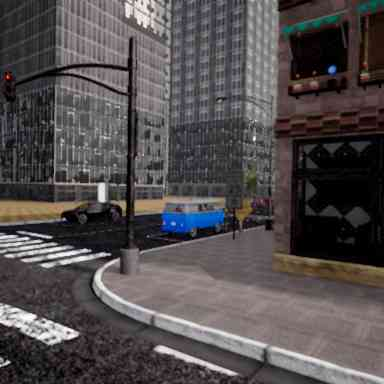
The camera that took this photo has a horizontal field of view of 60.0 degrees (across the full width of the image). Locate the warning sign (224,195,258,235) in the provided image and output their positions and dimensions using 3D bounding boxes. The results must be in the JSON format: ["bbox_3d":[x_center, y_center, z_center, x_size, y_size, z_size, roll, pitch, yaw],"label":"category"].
[{"bbox_3d":[2.457,1.116,16.610,1.300,1.860,1.060,1,1,36],"label":"warning sign"}]

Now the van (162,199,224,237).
[{"bbox_3d":[0.176,1.288,17.509,1.690,1.788,3.998,2,1,36],"label":"van"}]

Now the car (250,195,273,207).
[{"bbox_3d":[9.426,1.145,44.893,1.967,1.590,4.097,2,1,36],"label":"car"}]

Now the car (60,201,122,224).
[{"bbox_3d":[-6.648,1.319,22.381,1.947,1.339,4.313,2,1,36],"label":"car"}]

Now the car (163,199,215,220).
[{"bbox_3d":[-0.166,1.324,27.000,1.812,1.442,4.674,2,1,36],"label":"car"}]
